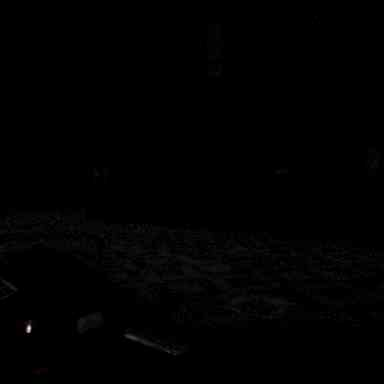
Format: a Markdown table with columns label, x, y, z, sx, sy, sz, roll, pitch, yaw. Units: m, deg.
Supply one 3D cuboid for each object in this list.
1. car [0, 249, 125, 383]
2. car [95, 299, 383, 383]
| label | x | y | z | sx | sy | sz | roll | pitch | yaw |
| --- | --- | --- | --- | --- | --- | --- | --- | --- | --- |
| car | -2.892 | 1.567 | 5.136 | 4.313 | 1.339 | 1.947 | 0 | 0 | 36 |
| car | 1.707 | 1.545 | 1.856 | 4.507 | 1.381 | 1.887 | 0 | 0 | 36 |
